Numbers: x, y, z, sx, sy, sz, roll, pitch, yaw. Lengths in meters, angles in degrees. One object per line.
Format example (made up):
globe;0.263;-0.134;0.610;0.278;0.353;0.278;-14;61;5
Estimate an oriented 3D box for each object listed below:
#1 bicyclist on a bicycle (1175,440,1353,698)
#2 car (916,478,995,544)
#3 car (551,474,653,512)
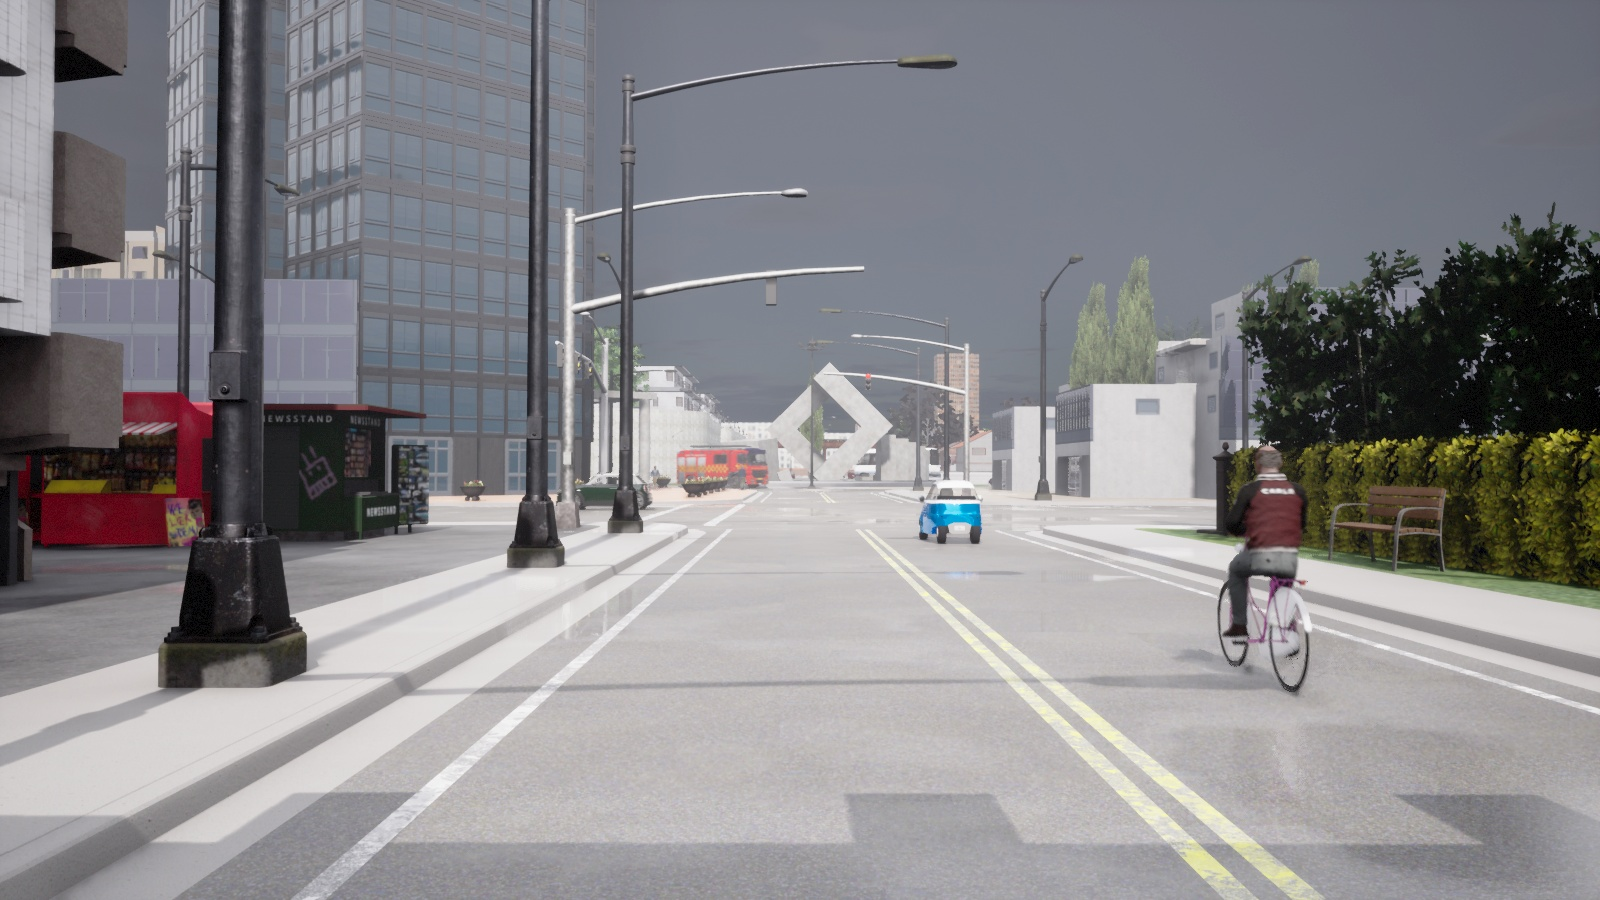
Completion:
bicyclist on a bicycle;3.475;0.832;9.582;0.659;1.776;1.843;0;-1;0
car;3.429;1.324;27.981;1.481;1.376;2.207;0;-1;0
car;-7.983;1.724;50.921;3.806;1.475;1.970;-1;-1;-1
